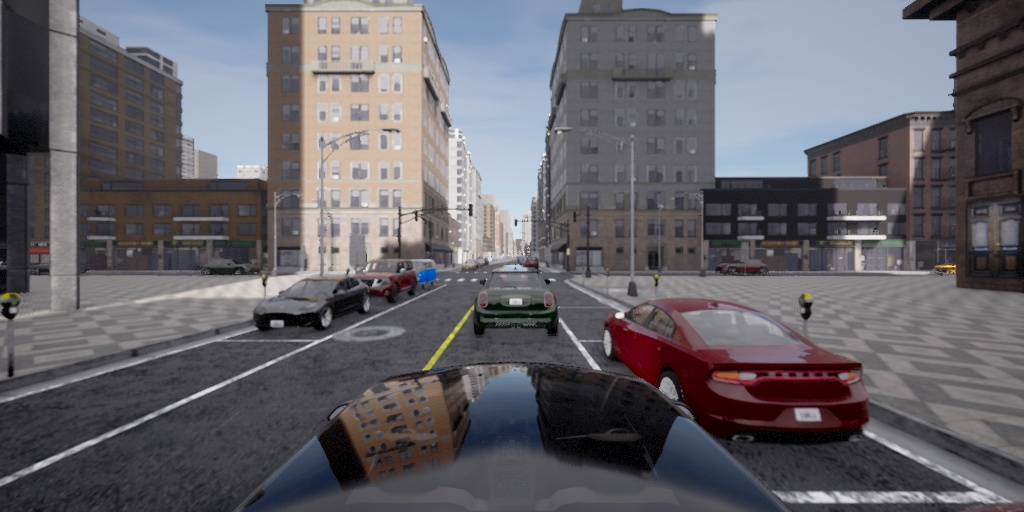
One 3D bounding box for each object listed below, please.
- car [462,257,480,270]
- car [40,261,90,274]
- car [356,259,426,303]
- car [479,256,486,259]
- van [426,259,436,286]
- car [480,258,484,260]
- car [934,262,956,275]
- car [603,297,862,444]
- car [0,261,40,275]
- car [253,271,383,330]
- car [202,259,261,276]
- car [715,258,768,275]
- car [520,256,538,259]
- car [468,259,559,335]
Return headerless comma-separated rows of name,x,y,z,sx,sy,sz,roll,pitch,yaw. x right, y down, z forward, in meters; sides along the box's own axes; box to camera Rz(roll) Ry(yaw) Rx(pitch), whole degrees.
car,-5.878,1.201,49.254,1.751,1.417,4.829,0,0,0
car,-47.569,1.177,37.803,4.902,1.511,2.128,0,0,1
car,-5.863,1.061,16.765,2.192,1.841,5.009,0,0,0
car,-5.882,1.168,60.564,1.751,1.417,4.829,0,0,0
van,-5.866,1.083,22.406,1.690,1.789,3.998,0,0,0
car,-5.880,1.225,55.079,1.948,1.339,4.313,0,0,0
car,46.076,1.204,36.398,5.008,1.535,1.882,0,0,1
car,2.667,1.294,5.463,1.888,1.381,4.507,0,0,0
car,-49.452,1.209,34.754,4.674,1.442,1.812,0,0,1
car,-5.861,1.313,11.124,1.948,1.339,4.313,0,0,0
car,-26.767,1.054,34.345,4.553,1.767,2.097,0,0,1
car,23.459,1.056,36.797,4.553,1.767,2.097,0,0,1
car,2.648,0.990,49.400,2.192,1.841,5.009,0,0,0
car,0.093,1.100,10.607,2.097,1.767,4.553,0,0,0
